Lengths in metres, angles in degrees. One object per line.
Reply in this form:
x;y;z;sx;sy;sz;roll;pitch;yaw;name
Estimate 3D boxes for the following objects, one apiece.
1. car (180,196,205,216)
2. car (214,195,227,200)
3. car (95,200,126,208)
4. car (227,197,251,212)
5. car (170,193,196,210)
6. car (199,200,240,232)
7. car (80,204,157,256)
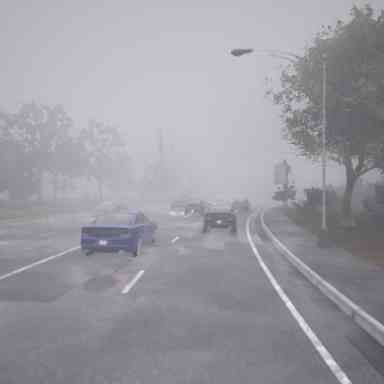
0.567;1.480;32.357;1.837;1.490;4.892;0;0;13;car
6.172;1.378;68.452;1.812;1.442;4.674;0;0;27;car
-7.254;1.470;30.258;1.812;1.442;4.674;0;0;12;car
5.749;1.484;38.355;2.128;1.511;4.902;0;0;16;car
-0.909;1.181;41.248;2.150;2.045;5.566;0;0;17;car
1.826;1.469;20.435;1.882;1.535;5.008;0;0;8;car
-2.637;1.459;13.069;1.882;1.535;5.008;0;0;5;car
